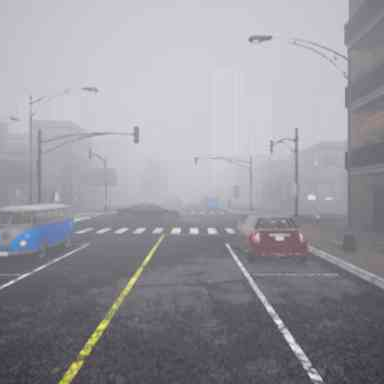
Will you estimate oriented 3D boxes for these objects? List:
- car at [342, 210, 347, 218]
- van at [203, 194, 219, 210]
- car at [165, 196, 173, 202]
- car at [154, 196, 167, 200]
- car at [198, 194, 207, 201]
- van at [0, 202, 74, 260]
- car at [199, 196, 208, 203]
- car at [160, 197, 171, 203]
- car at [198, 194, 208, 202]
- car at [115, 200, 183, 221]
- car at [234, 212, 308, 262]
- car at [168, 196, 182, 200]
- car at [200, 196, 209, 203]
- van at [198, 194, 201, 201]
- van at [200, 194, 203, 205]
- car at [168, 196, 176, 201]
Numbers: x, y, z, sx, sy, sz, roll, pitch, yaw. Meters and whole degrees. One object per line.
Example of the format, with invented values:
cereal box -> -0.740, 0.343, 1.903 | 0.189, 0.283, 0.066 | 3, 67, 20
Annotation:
car -> 13.468, 1.463, 24.076 | 4.829, 1.417, 1.752 | 0, 0, 0
van -> 2.685, 1.422, 44.510 | 1.690, 1.788, 3.998 | 0, 0, 0
car -> -5.699, 1.741, 83.178 | 1.887, 1.381, 4.507 | 0, 0, 0
car -> -5.696, 1.634, 55.399 | 1.752, 1.417, 4.829 | 0, 0, 0
car -> 2.680, 1.531, 88.685 | 2.192, 1.841, 5.009 | 0, 0, 0
van -> -5.692, 1.357, 12.148 | 1.690, 1.788, 3.998 | 0, 0, 0
car -> 2.682, 1.744, 77.639 | 1.947, 1.339, 4.313 | 0, 0, 0
car -> -5.699, 1.704, 72.136 | 1.887, 1.381, 4.507 | 0, 0, 0
car -> 2.680, 1.512, 83.163 | 2.192, 1.841, 5.009 | 0, 0, 0
car -> -3.441, 1.584, 26.896 | 5.357, 1.411, 2.033 | 0, 0, 0
car -> 2.689, 1.456, 12.130 | 1.967, 1.590, 4.097 | 0, 0, 0
car -> -3.023, 1.612, 64.122 | 1.882, 1.535, 5.008 | 0, 0, 1
car -> 2.682, 1.686, 72.288 | 1.752, 1.417, 4.829 | 0, 0, 0
van -> 2.682, 1.484, 66.597 | 1.690, 1.788, 3.998 | 0, 0, 0
van -> 2.683, 1.451, 55.553 | 1.690, 1.788, 3.998 | 0, 0, 0
car -> -5.700, 1.781, 94.222 | 1.887, 1.381, 4.507 | 0, 0, 0
